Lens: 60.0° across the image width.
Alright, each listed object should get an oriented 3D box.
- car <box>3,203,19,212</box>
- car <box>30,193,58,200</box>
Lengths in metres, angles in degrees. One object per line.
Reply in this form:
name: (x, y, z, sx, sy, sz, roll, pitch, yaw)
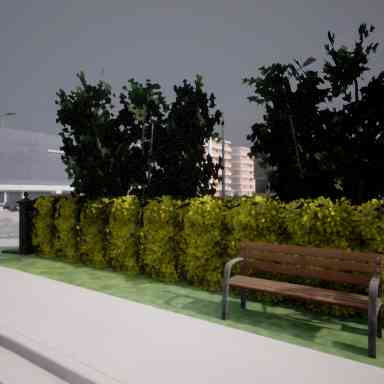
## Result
car: (-18.616, 1.499, 38.209, 2.033, 1.411, 5.357, 0, 0, 35)
car: (-15.249, 1.167, 36.887, 2.150, 2.045, 5.566, 0, 0, 36)
